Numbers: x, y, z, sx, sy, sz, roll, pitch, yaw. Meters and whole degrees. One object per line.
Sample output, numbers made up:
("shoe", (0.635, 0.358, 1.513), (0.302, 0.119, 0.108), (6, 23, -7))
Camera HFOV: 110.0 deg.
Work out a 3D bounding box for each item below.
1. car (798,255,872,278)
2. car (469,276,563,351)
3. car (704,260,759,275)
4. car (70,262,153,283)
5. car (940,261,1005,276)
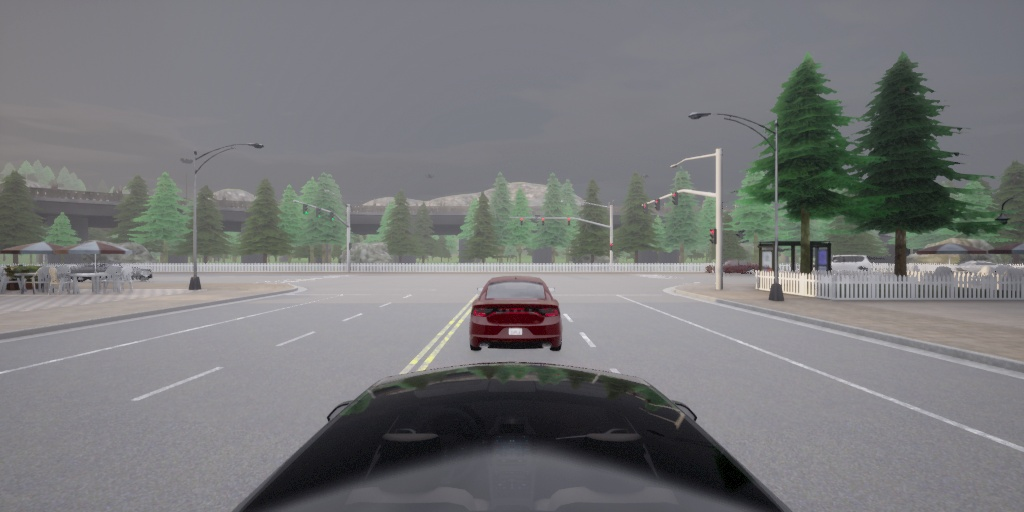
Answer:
("car", (29.724, 0.915, 33.089), (5.566, 2.045, 2.150), (0, 0, 1))
("car", (0.100, 1.228, 9.014), (1.882, 1.535, 5.008), (0, 0, 1))
("car", (22.396, 1.172, 36.662), (5.008, 1.535, 1.882), (0, 0, 1))
("car", (-29.254, 1.186, 26.261), (4.902, 1.511, 2.128), (0, 0, 0))
("car", (44.936, 1.220, 35.003), (4.674, 1.442, 1.812), (0, 0, 14))
